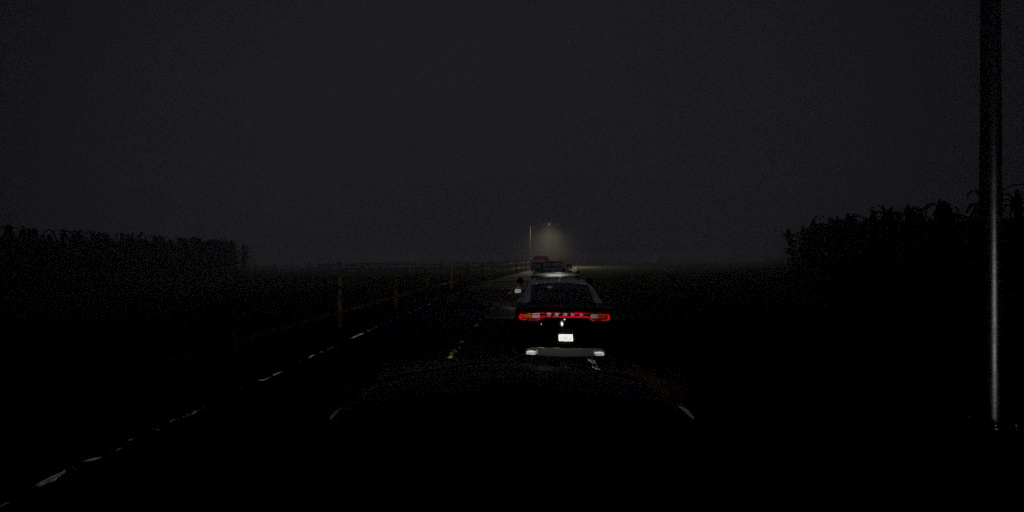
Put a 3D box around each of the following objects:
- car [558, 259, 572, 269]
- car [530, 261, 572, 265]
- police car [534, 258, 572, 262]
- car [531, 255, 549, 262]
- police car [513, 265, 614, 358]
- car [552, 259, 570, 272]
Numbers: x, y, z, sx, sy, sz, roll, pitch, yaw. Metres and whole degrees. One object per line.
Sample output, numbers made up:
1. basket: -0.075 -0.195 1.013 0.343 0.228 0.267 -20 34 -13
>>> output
1. car: 8.316 1.259 55.891 1.994 1.385 4.181 0 0 12
2. car: 1.981 1.218 18.326 1.882 1.535 5.008 0 0 7
3. police car: 2.874 1.159 24.279 1.930 1.638 5.238 0 0 10
4. car: 3.807 0.930 47.040 2.150 2.045 5.566 0 0 12
5. police car: 1.063 1.173 8.632 1.930 1.638 5.238 0 0 3
6. car: 6.269 1.187 45.343 1.882 1.535 5.008 0 0 12
